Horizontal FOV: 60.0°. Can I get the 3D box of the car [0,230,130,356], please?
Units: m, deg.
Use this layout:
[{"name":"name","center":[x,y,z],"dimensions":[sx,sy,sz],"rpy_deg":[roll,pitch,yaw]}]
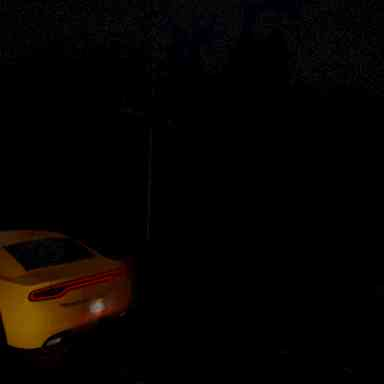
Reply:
[{"name":"car","center":[-3.333,1.439,6.054],"dimensions":[5.008,1.535,1.882],"rpy_deg":[0,0,35]}]
